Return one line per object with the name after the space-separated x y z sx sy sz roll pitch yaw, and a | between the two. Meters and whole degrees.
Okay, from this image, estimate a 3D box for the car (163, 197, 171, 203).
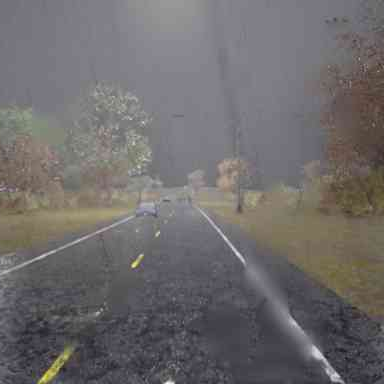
-5.346 1.717 70.525 1.895 1.301 4.718 0 0 -3 | car

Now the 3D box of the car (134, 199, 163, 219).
-3.954 1.613 30.197 1.812 1.442 4.674 0 0 -1 | car

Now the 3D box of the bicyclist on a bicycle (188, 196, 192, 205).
-0.183 1.608 55.408 0.582 1.620 1.656 0 -1 -2 | bicyclist on a bicycle

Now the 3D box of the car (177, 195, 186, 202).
-2.435 1.580 81.521 1.837 1.490 4.892 0 0 -4 | car

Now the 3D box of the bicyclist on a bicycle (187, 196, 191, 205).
-0.578 1.632 64.417 0.582 1.620 1.656 0 -1 -3 | bicyclist on a bicycle
